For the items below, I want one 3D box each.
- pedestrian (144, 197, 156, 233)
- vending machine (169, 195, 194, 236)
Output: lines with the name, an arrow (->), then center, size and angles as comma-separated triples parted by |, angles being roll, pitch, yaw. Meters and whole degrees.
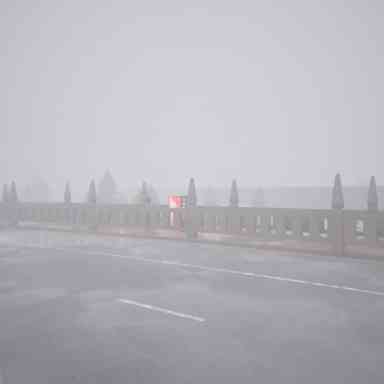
pedestrian -> -2.123, 1.141, 16.820 | 0.375, 1.860, 0.375 | 0, 0, 30
vending machine -> -0.562, 1.195, 17.624 | 0.880, 2.100, 1.100 | 0, 0, 30
